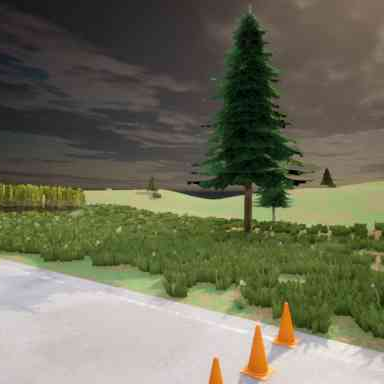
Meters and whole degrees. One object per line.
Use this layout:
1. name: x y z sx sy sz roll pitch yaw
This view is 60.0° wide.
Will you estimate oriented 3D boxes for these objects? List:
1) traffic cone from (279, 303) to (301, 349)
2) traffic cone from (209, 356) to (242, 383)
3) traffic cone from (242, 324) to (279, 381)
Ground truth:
1. traffic cone: 1.412 1.955 4.982 0.340 0.580 0.340 0 0 36
2. traffic cone: 0.243 1.955 3.359 0.340 0.580 0.340 0 0 36
3. traffic cone: 0.828 1.955 4.171 0.340 0.580 0.340 0 0 36
